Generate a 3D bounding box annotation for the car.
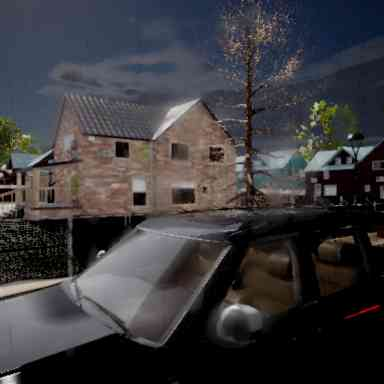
[{"bbox_3d":[0.306,1.220,3.287,5.566,2.045,2.150,0,0,-35],"label":"car"}]
